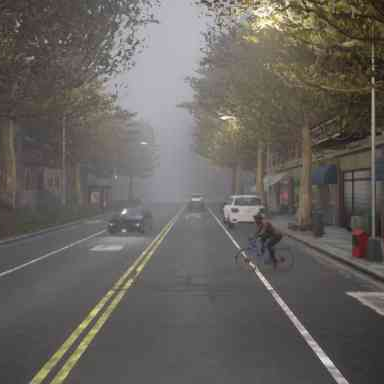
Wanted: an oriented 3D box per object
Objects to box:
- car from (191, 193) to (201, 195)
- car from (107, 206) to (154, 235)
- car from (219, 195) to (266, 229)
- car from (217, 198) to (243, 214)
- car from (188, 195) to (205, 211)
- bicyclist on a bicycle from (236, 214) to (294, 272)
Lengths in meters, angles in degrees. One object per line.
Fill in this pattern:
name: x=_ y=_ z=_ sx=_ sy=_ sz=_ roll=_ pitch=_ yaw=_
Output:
car: x=0.617 y=1.221 z=50.859 sx=2.150 sy=2.045 sz=5.566 roll=0 pitch=0 yaw=1
car: x=-3.357 y=1.547 z=19.261 sx=2.033 sy=1.411 sz=5.357 roll=0 pitch=0 yaw=1
car: x=3.290 y=1.229 z=21.672 sx=2.435 sy=2.045 sz=5.566 roll=0 pitch=0 yaw=1
car: x=4.040 y=1.481 z=36.030 sx=2.231 sy=1.521 sz=4.892 roll=0 pitch=0 yaw=1
car: x=0.537 y=1.491 z=40.428 sx=2.128 sy=1.511 sz=4.902 roll=0 pitch=0 yaw=1
bicyclist on a bicycle: x=2.030 y=1.445 z=9.312 sx=1.656 sy=1.620 sz=0.582 roll=-1 pitch=0 yaw=1
